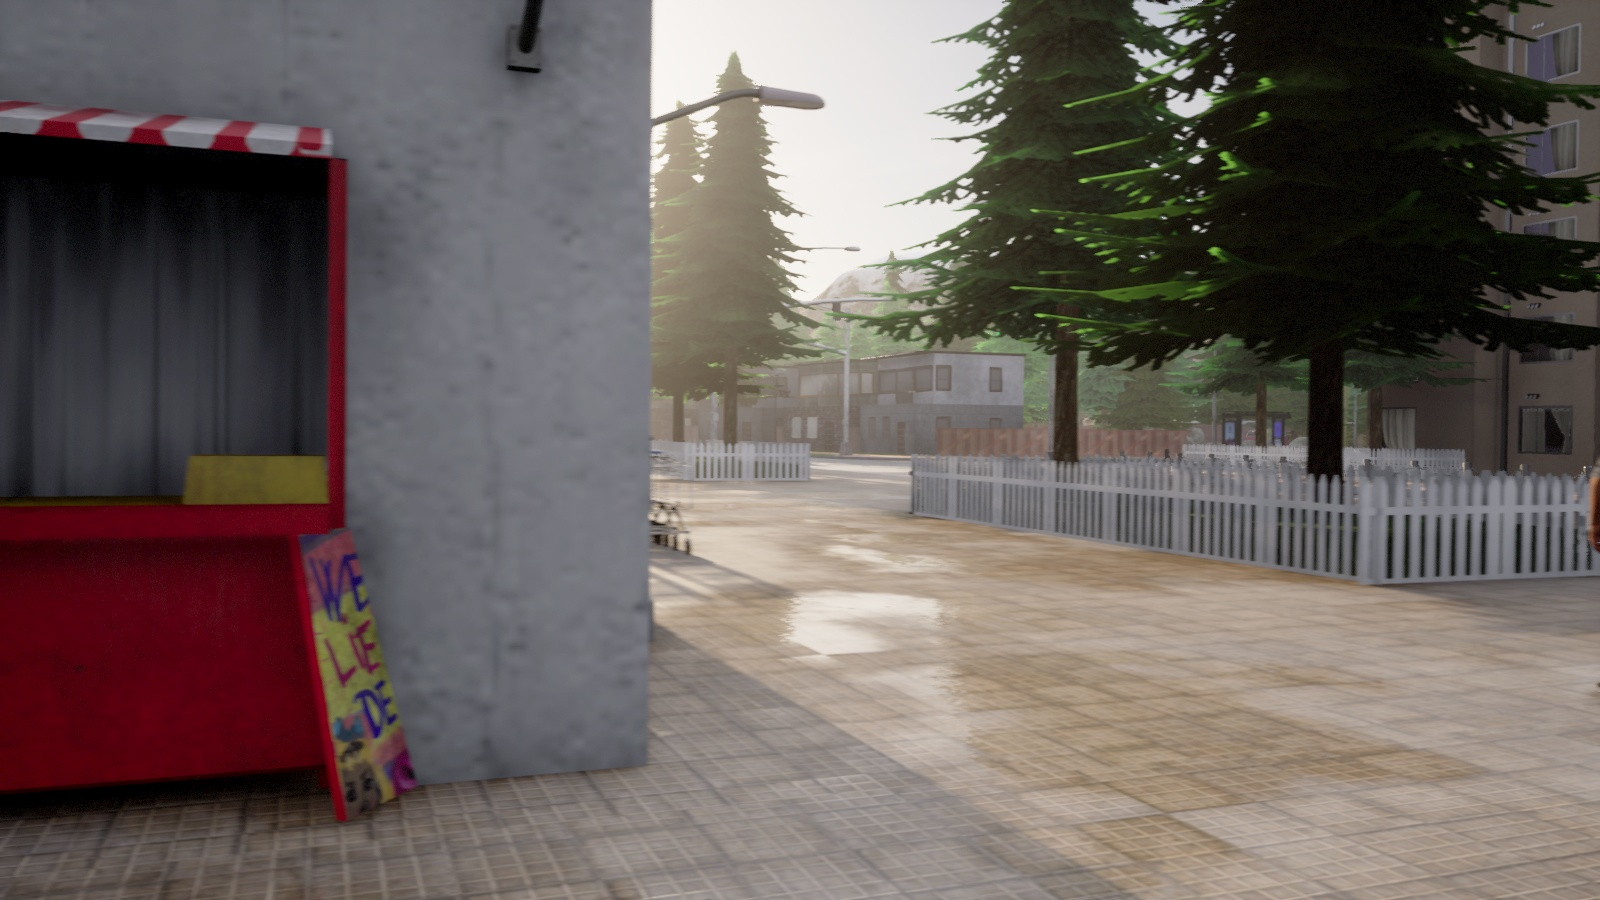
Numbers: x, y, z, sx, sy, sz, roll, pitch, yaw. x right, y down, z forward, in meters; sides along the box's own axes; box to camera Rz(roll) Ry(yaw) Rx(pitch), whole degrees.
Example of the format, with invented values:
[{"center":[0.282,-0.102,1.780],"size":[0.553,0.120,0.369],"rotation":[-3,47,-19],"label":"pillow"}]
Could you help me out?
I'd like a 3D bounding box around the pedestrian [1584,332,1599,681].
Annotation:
[{"center":[4.620,0.295,6.607],"size":[0.694,1.848,0.540],"rotation":[-1,1,-23],"label":"pedestrian"}]
